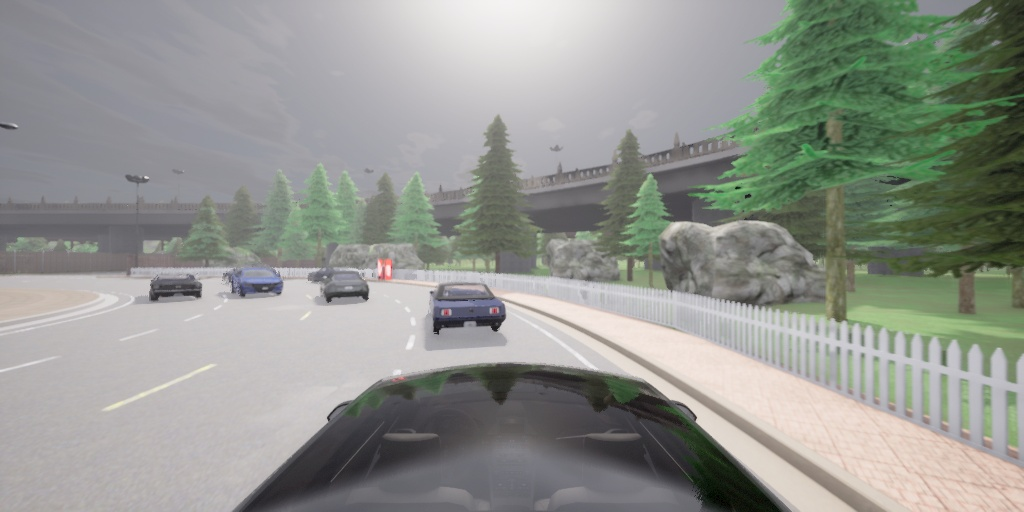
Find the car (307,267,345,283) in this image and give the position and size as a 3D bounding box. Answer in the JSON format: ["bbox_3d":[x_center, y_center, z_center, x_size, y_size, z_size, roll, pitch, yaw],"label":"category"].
[{"bbox_3d":[-15.214,1.606,30.485,5.357,1.411,2.033,0,-1,34],"label":"car"}]

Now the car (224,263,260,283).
[{"bbox_3d":[-22.029,1.413,30.126,4.553,1.767,2.097,-1,-1,26],"label":"car"}]

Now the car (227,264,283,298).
[{"bbox_3d":[-14.618,1.434,20.505,1.882,1.535,5.008,1,-1,-44],"label":"car"}]

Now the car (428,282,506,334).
[{"bbox_3d":[-1.601,1.449,11.150,1.895,1.301,4.718,0,-1,-15],"label":"car"}]

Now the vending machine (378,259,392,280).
[{"bbox_3d":[-11.667,1.275,32.925,0.880,2.100,1.100,0,0,37],"label":"vending machine"}]

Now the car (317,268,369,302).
[{"bbox_3d":[-8.752,1.496,18.650,1.994,1.385,4.181,0,-1,-31],"label":"car"}]

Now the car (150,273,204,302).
[{"bbox_3d":[-17.345,1.541,18.538,1.895,1.301,4.718,1,-1,-45],"label":"car"}]
